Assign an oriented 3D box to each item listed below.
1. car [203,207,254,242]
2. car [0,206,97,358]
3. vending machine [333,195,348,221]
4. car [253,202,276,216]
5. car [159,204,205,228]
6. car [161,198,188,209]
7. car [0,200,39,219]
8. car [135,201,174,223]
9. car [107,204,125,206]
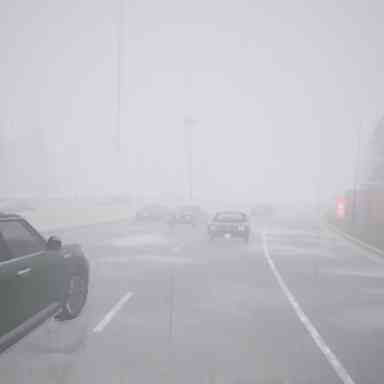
[{"bbox_3d":[2.014,1.644,16.891,1.895,1.301,4.718,0,0,11],"label":"car"},{"bbox_3d":[-3.184,1.216,4.198,2.150,2.045,5.566,0,0,3],"label":"car"},{"bbox_3d":[12.220,1.304,27.447,1.100,2.100,0.880,0,0,21],"label":"vending machine"},{"bbox_3d":[7.240,1.663,33.442,1.994,1.385,4.181,0,0,22],"label":"car"},{"bbox_3d":[-0.172,1.593,22.837,2.033,1.411,5.357,0,0,15],"label":"car"},{"bbox_3d":[-2.415,1.609,46.989,1.812,1.442,4.674,0,0,24],"label":"car"},{"bbox_3d":[-16.380,1.515,30.200,1.812,1.442,4.674,0,0,17],"label":"car"},{"bbox_3d":[-2.820,1.604,25.988,1.994,1.385,4.181,0,0,16],"label":"car"},{"bbox_3d":[-9.368,1.260,39.642,2.150,2.045,5.566,0,0,22],"label":"car"}]
